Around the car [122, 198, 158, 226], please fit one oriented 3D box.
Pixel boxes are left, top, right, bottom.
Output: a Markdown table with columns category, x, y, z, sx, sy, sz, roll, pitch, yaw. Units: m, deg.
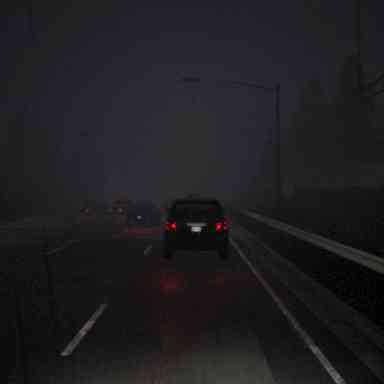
| category | x | y | z | sx | sy | sz | roll | pitch | yaw |
| --- | --- | --- | --- | --- | --- | --- | --- | --- | --- |
| car | -3.316 | 1.445 | 23.465 | 1.882 | 1.535 | 5.008 | 0 | 0 | 0 |

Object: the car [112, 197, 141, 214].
| category | x | y | z | sx | sy | sz | roll | pitch | yaw |
| --- | --- | --- | --- | --- | --- | --- | --- | --- | --- |
| car | -6.868 | 1.453 | 34.229 | 1.837 | 1.490 | 4.892 | 0 | 0 | 0 |

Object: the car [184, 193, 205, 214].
| category | x | y | z | sx | sy | sz | roll | pitch | yaw |
| --- | --- | --- | --- | --- | --- | --- | --- | --- | --- |
| car | 0.236 | 1.187 | 36.305 | 2.150 | 2.045 | 5.566 | 0 | 0 | 0 |

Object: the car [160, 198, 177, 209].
| category | x | y | z | sx | sy | sz | roll | pitch | yaw |
| --- | --- | --- | --- | --- | --- | --- | --- | --- | --- |
| car | -3.226 | 1.509 | 46.055 | 1.994 | 1.385 | 4.181 | 0 | 0 | 0 |

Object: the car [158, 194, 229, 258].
| category | x | y | z | sx | sy | sz | roll | pitch | yaw |
| --- | --- | --- | --- | --- | --- | --- | --- | --- | --- |
| car | 0.143 | 1.209 | 12.788 | 2.150 | 2.045 | 5.566 | 0 | 0 | 0 |

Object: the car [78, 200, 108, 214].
| category | x | y | z | sx | sy | sz | roll | pitch | yaw |
| --- | --- | --- | --- | --- | --- | --- | --- | --- | --- |
| car | -10.270 | 1.538 | 34.943 | 1.895 | 1.301 | 4.718 | 0 | 0 | 0 |
